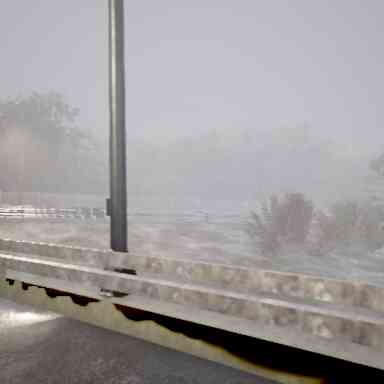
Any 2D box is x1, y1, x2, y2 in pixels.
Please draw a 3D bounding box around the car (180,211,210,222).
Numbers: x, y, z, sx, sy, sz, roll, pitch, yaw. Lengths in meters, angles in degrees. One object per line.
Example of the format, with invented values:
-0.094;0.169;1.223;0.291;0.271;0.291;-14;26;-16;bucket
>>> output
0.363;3.337;45.463;4.181;1.385;1.994;3;-2;-26;car
